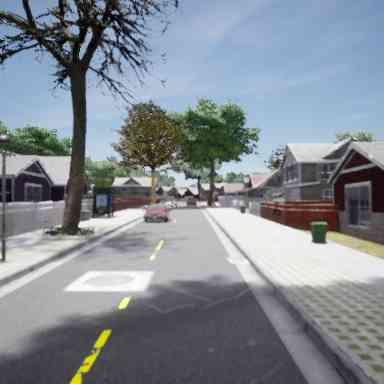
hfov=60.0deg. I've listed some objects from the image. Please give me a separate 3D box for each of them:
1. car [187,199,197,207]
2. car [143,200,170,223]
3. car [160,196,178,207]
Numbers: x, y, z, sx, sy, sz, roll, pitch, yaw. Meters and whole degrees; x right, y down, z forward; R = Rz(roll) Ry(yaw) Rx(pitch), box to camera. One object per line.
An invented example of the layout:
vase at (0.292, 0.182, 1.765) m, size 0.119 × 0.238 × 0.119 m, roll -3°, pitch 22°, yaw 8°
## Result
car at (-0.052, 2.068, 63.147) m, size 1.895 × 1.301 × 4.718 m, roll 0°, pitch -1°, yaw 0°
car at (-2.785, 1.661, 27.220) m, size 1.812 × 1.442 × 4.674 m, roll 0°, pitch -1°, yaw 0°
car at (-2.783, 1.208, 40.202) m, size 2.097 × 1.767 × 4.553 m, roll 0°, pitch -1°, yaw 0°
